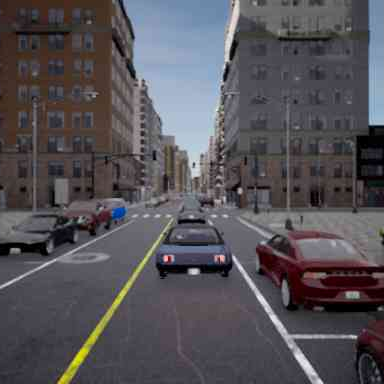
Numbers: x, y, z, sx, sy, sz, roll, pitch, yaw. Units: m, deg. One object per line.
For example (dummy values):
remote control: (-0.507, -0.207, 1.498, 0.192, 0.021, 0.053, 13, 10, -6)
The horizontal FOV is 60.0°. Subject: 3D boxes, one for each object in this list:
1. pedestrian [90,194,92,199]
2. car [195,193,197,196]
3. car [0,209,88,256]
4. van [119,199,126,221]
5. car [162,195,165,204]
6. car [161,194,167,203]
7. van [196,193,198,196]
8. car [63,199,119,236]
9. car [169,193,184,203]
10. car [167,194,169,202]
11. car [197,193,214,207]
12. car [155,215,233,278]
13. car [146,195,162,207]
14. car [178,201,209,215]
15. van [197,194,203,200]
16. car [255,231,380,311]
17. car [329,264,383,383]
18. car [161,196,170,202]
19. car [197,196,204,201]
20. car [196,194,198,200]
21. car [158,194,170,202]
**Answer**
pedestrian: (-12.787, 1.178, 42.526, 0.375, 1.860, 0.375, 0, 0, 1)
car: (2.223, 1.537, 80.087, 1.752, 1.417, 4.829, 0, 0, 0)
car: (-5.930, 1.592, 13.316, 1.947, 1.339, 4.313, 0, 0, 0)
van: (-5.993, 1.386, 24.598, 1.690, 1.788, 3.998, 0, 0, 0)
car: (-6.175, 1.598, 57.269, 1.947, 1.339, 4.313, 0, 0, 0)
car: (-6.205, 1.554, 62.753, 1.752, 1.417, 4.829, 0, 0, 0)
van: (2.288, 1.364, 68.604, 1.690, 1.788, 3.998, 0, 0, 0)
car: (-5.961, 1.352, 18.957, 2.192, 1.841, 5.009, 0, 0, 0)
car: (-3.400, 1.376, 71.893, 2.097, 1.767, 4.553, 0, 0, 0)
car: (-6.237, 1.549, 68.408, 1.752, 1.417, 4.829, 0, 0, 0)
car: (2.383, 1.351, 51.634, 2.192, 1.841, 5.009, 0, 0, 0)
car: (0.043, 1.620, 10.155, 1.895, 1.301, 4.718, 0, 0, 0)
car: (-6.142, 1.562, 51.443, 1.752, 1.417, 4.829, 0, 0, 0)
car: (-0.036, 1.608, 24.022, 1.994, 1.385, 4.181, 0, 0, 0)
van: (2.161, 1.340, 91.229, 1.690, 1.788, 3.998, 0, 0, 0)
car: (2.628, 1.559, 7.699, 1.887, 1.381, 4.507, 0, 0, 0)
car: (2.659, 1.586, 2.060, 1.802, 1.307, 4.206, 0, 0, 0)
car: (-6.302, 1.595, 79.888, 1.802, 1.307, 4.206, 0, 0, 0)
car: (2.192, 1.588, 85.574, 1.802, 1.307, 4.206, 0, 0, 0)
car: (2.319, 1.572, 62.946, 1.887, 1.381, 4.507, 0, 0, 0)
car: (-6.270, 1.333, 74.233, 2.192, 1.841, 5.009, 0, 0, 0)
